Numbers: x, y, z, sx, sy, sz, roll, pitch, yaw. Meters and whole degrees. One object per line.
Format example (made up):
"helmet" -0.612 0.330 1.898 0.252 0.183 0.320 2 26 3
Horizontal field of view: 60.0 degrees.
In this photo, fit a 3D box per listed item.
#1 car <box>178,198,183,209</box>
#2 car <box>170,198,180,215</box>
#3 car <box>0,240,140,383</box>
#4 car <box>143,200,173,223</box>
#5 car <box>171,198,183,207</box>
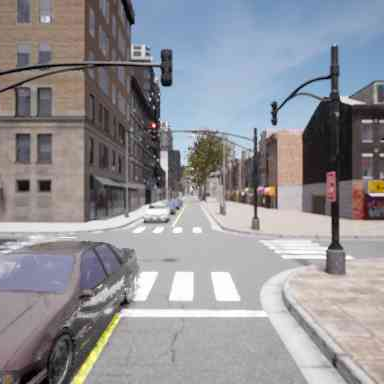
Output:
"car" -2.691 1.773 47.140 1.812 1.442 4.674 0 0 1
"car" -2.751 1.740 36.841 2.033 1.411 5.357 0 0 0
"car" -2.245 1.580 5.506 2.033 1.411 5.357 0 0 4
"car" -2.778 1.669 27.062 1.812 1.442 4.674 0 0 0
"car" -2.627 1.820 59.167 1.837 1.490 4.892 0 0 1
